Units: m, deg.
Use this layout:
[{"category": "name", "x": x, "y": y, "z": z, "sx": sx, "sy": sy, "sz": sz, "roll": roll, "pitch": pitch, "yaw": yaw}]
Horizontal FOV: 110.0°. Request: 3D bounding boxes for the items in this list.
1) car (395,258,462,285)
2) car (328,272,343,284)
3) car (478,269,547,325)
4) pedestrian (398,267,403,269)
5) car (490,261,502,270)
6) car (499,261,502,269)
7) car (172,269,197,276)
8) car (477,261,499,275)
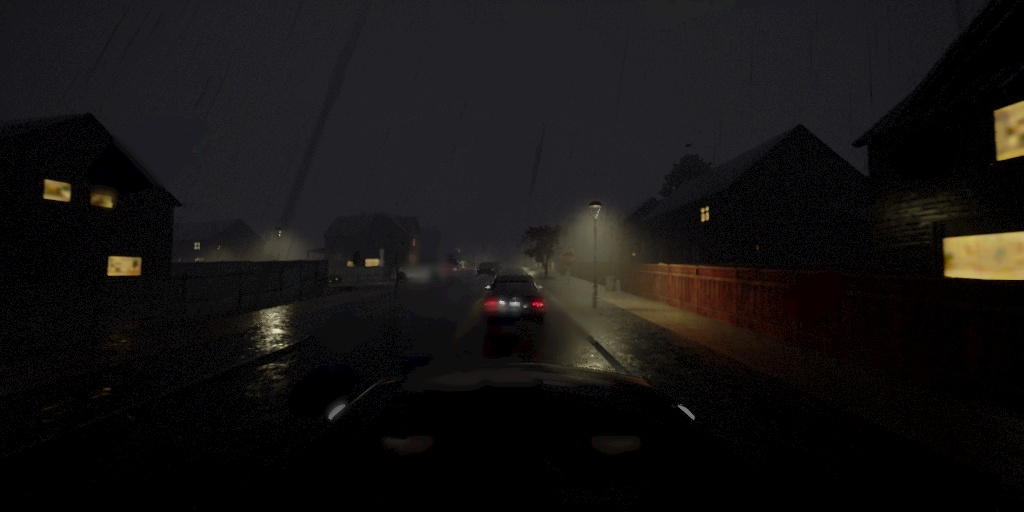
[{"category": "car", "x": -6.623, "y": 1.206, "z": 28.383, "sx": 5.566, "sy": 2.045, "sz": 2.150, "roll": -2, "pitch": -4, "yaw": 27}, {"category": "car", "x": -14.927, "y": 1.562, "z": 26.794, "sx": 4.181, "sy": 1.385, "sz": 1.994, "roll": -1, "pitch": -3, "yaw": 8}, {"category": "car", "x": 0.093, "y": 1.341, "z": 11.941, "sx": 2.033, "sy": 1.411, "sz": 5.357, "roll": 0, "pitch": 0, "yaw": 0}, {"category": "pedestrian", "x": -9.927, "y": 1.334, "z": 32.046, "sx": 0.375, "sy": 1.860, "sz": 0.375, "roll": 0, "pitch": -2, "yaw": 5}, {"category": "car", "x": -2.809, "y": 1.654, "z": 63.456, "sx": 1.837, "sy": 1.490, "sz": 4.892, "roll": 0, "pitch": 0, "yaw": 0}, {"category": "car", "x": -2.862, "y": 1.607, "z": 51.089, "sx": 1.994, "sy": 1.385, "sz": 4.181, "roll": 0, "pitch": 0, "yaw": 0}, {"category": "car", "x": -25.302, "y": 1.656, "z": 28.277, "sx": 5.008, "sy": 1.535, "sz": 1.882, "roll": -1, "pitch": -3, "yaw": 11}, {"category": "car", "x": -2.865, "y": 1.447, "z": 41.139, "sx": 1.882, "sy": 1.535, "sz": 5.008, "roll": 0, "pitch": 0, "yaw": 0}]
